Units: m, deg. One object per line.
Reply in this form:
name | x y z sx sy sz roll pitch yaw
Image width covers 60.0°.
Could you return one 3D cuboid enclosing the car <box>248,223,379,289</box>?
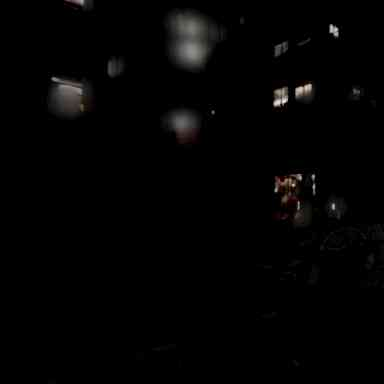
car | 3.462 1.570 9.162 4.403 1.369 2.008 0 1 -35
